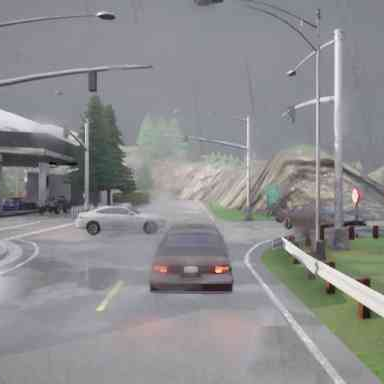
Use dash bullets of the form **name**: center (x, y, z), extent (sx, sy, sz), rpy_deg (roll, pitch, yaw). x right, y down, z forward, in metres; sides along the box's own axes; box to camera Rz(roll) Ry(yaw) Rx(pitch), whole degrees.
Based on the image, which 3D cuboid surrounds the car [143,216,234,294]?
- **car**: center (0.033, 1.544, 8.932), extent (2.033, 1.411, 5.357), rpy_deg (0, 0, 1)

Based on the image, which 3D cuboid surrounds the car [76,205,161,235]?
- **car**: center (-3.644, 1.409, 17.416), extent (4.674, 1.442, 1.812), rpy_deg (0, 0, -1)

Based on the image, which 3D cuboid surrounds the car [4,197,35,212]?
- **car**: center (-20.310, 1.467, 39.515), extent (2.242, 1.667, 4.611), rpy_deg (0, 0, -1)

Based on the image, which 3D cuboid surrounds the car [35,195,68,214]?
- **car**: center (-14.595, 1.301, 35.248), extent (1.905, 1.878, 3.866), rpy_deg (0, 0, -1)

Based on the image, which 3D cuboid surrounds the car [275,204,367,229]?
- **car**: center (6.545, 1.353, 17.601), extent (2.033, 1.411, 5.357), rpy_deg (0, 0, -19)
